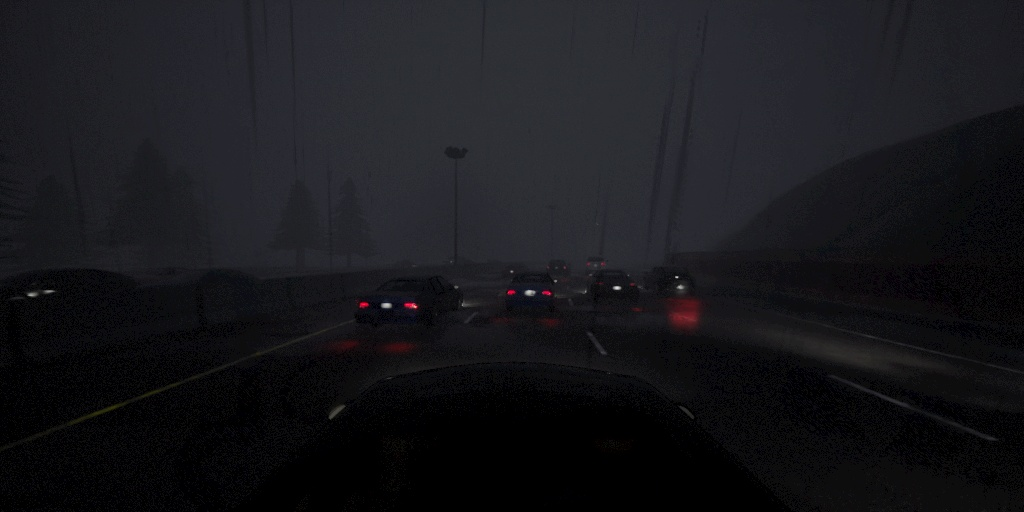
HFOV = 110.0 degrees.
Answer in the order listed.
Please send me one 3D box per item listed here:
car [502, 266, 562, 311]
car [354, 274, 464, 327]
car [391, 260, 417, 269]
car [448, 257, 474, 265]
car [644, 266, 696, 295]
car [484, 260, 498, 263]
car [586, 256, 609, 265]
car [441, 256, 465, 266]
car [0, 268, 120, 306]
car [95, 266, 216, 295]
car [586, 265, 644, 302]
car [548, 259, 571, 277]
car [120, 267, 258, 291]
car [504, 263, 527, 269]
[{"bbox_3d":[0.847,1.305,14.669,2.033,1.411,5.357,0,0,6],"label":"car"},{"bbox_3d":[-2.948,1.293,11.472,2.033,1.411,5.357,0,0,4],"label":"car"},{"bbox_3d":[-15.876,1.287,52.900,1.994,1.385,4.181,0,0,19],"label":"car"},{"bbox_3d":[-7.507,1.254,55.550,1.837,1.490,4.892,0,0,21],"label":"car"},{"bbox_3d":[8.600,1.287,19.914,1.837,1.490,4.892,0,0,8],"label":"car"},{"bbox_3d":[-3.328,1.287,56.642,1.812,1.442,4.674,0,0,22],"label":"car"},{"bbox_3d":[9.359,1.013,39.436,2.150,2.045,5.566,0,0,17],"label":"car"},{"bbox_3d":[-9.596,0.966,59.880,2.150,2.045,5.566,0,0,22],"label":"car"},{"bbox_3d":[-16.989,1.210,13.252,1.837,1.490,4.892,0,0,5],"label":"car"},{"bbox_3d":[-19.804,1.300,20.295,1.895,1.301,4.718,0,0,7],"label":"car"},{"bbox_3d":[4.718,1.334,17.271,1.994,1.385,4.181,0,0,7],"label":"car"},{"bbox_3d":[4.679,1.126,35.557,2.097,1.767,4.553,0,0,14],"label":"car"},{"bbox_3d":[-13.293,1.242,15.533,1.812,1.442,4.674,0,0,6],"label":"car"},{"bbox_3d":[0.433,1.327,32.996,1.994,1.385,4.181,0,0,13],"label":"car"}]
